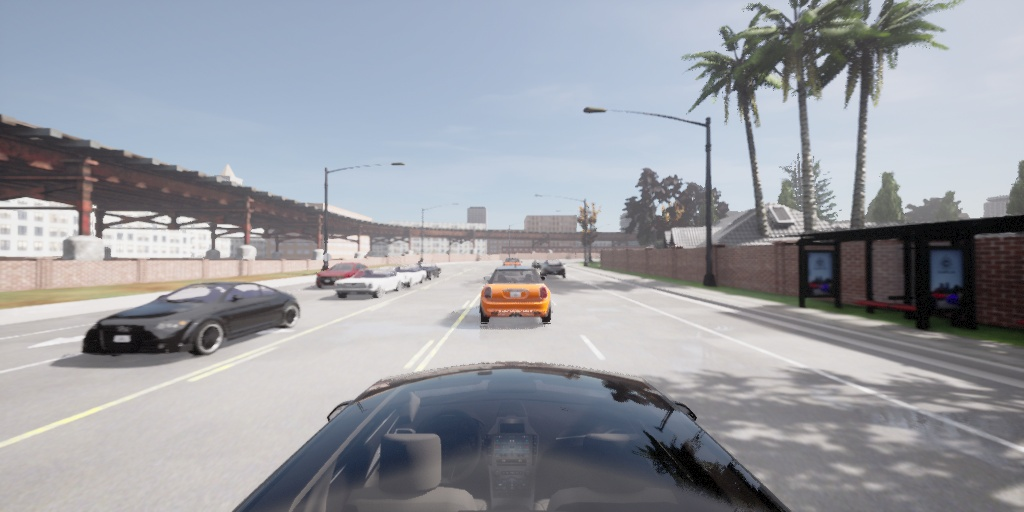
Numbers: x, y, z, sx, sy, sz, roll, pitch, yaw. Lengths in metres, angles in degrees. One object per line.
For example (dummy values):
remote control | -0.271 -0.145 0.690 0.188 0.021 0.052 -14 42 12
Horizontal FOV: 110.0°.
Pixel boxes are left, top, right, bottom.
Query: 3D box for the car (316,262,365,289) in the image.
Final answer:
car | -10.499 1.155 22.871 1.882 1.535 5.008 0 0 0

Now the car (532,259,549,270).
car | 3.562 1.078 45.707 1.895 1.301 4.718 0 1 1

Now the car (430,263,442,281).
car | -6.995 1.226 28.812 1.895 1.301 4.718 0 1 0

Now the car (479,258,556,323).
car | 0.102 1.093 12.208 2.097 1.767 4.553 0 0 0

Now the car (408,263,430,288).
car | -6.995 1.273 23.219 1.895 1.301 4.718 0 0 0

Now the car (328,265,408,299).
car | -6.999 1.311 18.064 1.895 1.301 4.718 0 0 0

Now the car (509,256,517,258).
car | 0.059 0.913 36.021 2.097 1.767 4.553 0 0 0

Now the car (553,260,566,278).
car | 3.517 1.097 31.195 2.128 1.511 4.902 0 1 0

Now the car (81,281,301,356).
car | -7.027 1.314 8.496 1.994 1.385 4.181 0 0 1
